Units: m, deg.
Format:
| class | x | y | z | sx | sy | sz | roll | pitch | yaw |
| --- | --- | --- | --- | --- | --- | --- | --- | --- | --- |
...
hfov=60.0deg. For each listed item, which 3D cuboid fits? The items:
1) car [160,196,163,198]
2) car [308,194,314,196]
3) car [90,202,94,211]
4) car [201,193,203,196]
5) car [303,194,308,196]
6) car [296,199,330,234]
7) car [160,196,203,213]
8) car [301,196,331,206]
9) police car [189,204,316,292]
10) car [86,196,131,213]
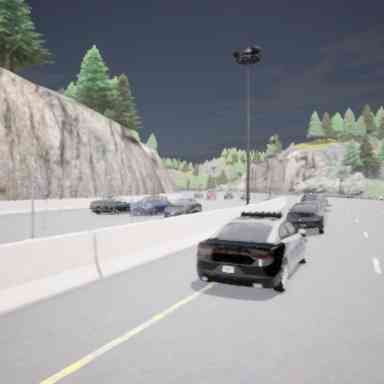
| class | x | y | z | sx | sy | sz | roll | pitch | yaw |
| --- | --- | --- | --- | --- | --- | --- | --- | --- | --- |
| car | -3.448 | 1.103 | 28.703 | 2.097 | 1.767 | 4.553 | 0 | 1 | 22 |
| car | 16.536 | 1.154 | 42.991 | 2.033 | 1.411 | 5.357 | 0 | 1 | 16 |
| car | -6.731 | 1.345 | 29.841 | 1.895 | 1.301 | 4.718 | 0 | 1 | 22 |
| car | 1.517 | 0.827 | 75.332 | 2.128 | 1.511 | 4.902 | 0 | 1 | 7 |
| car | 20.140 | 1.042 | 57.299 | 1.994 | 1.385 | 4.181 | 0 | 1 | 10 |
| car | 6.327 | 1.339 | 18.164 | 1.837 | 1.490 | 4.892 | 0 | 1 | 24 |
| car | -0.541 | 1.293 | 26.537 | 1.812 | 1.442 | 4.674 | 0 | 1 | 22 |
| car | 8.750 | 1.287 | 23.805 | 1.837 | 1.490 | 4.892 | 0 | 1 | 22 |
| police car | 1.925 | 1.343 | 9.048 | 1.930 | 1.638 | 5.238 | 0 | 1 | 27 |
| car | -8.602 | 1.196 | 34.630 | 2.128 | 1.511 | 4.902 | 0 | 1 | 21 |
